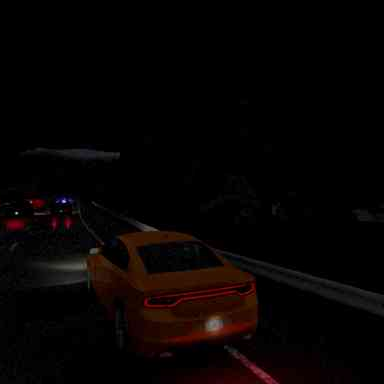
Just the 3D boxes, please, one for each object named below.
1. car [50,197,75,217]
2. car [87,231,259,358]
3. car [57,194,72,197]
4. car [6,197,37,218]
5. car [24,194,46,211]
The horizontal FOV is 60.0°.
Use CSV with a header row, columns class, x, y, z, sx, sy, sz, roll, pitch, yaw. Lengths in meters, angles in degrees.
class,x,y,z,sx,sy,sz,roll,pitch,yaw
car,-12.283,1.492,31.451,2.128,1.511,4.902,0,0,-19
car,-0.780,1.478,6.321,1.882,1.535,5.008,0,0,-25
car,-15.796,1.221,41.322,2.150,2.045,5.566,0,0,-19
car,-15.417,1.505,29.953,1.837,1.490,4.892,0,0,-20
car,-18.922,1.221,39.823,2.150,2.045,5.566,0,0,-19
